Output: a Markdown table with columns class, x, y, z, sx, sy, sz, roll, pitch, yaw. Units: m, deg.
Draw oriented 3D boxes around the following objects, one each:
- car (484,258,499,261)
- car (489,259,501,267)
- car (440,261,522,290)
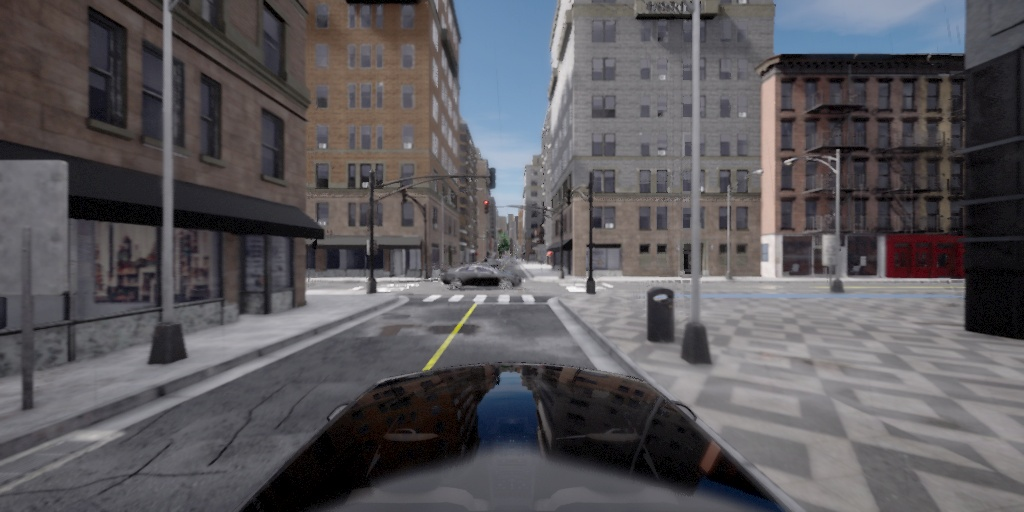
| class | x | y | z | sx | sy | sz | roll | pitch | yaw |
| --- | --- | --- | --- | --- | --- | --- | --- | --- | --- |
| car | -3.075 | 1.088 | 48.562 | 2.097 | 1.767 | 4.553 | 0 | 0 | 0 |
| car | -3.027 | 1.292 | 64.667 | 1.994 | 1.385 | 4.181 | 0 | 0 | 0 |
| car | -1.858 | 1.265 | 21.626 | 4.902 | 1.511 | 2.128 | 0 | 0 | 0 |
